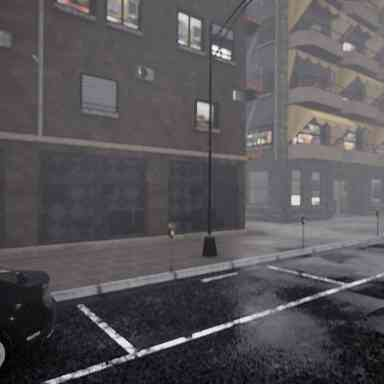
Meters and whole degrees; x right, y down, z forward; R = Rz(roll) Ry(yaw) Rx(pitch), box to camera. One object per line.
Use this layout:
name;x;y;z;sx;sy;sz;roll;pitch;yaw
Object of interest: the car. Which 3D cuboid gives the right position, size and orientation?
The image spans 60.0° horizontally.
car;-3.890;1.558;3.729;4.403;1.369;2.008;0;1;-36
